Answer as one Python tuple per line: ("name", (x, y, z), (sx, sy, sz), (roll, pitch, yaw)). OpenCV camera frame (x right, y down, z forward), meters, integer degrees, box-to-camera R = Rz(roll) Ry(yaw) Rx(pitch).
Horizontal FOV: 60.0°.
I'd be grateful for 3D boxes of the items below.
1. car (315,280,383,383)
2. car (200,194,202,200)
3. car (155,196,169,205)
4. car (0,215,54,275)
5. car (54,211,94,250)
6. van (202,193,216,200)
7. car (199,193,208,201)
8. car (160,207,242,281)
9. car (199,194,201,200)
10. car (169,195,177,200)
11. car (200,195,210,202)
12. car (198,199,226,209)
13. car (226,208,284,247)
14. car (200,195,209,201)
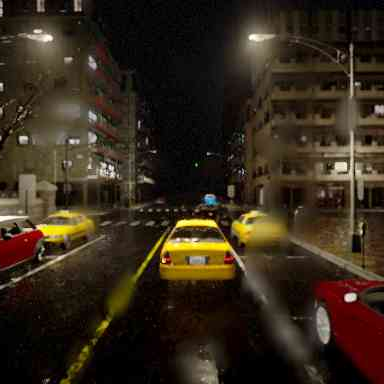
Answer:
("car", (2.709, 1.544, 3.337), (1.887, 1.381, 4.507), (1, 0, 0))
("car", (2.870, 1.494, 58.236), (1.887, 1.381, 4.507), (1, 0, 0))
("car", (-5.510, 1.531, 58.316), (1.802, 1.307, 4.206), (1, 0, 0))
("car", (-5.654, 1.438, 8.998), (1.967, 1.590, 4.097), (1, 0, 0))
("car", (-5.639, 1.521, 14.443), (1.752, 1.417, 4.829), (1, 0, 0))
("van", (2.857, 1.298, 52.563), (1.690, 1.788, 3.998), (1, 0, 0))
("car", (2.957, 1.212, 86.589), (2.192, 1.841, 5.009), (1, 0, 0))
("car", (0.128, 1.454, 9.787), (1.801, 1.575, 5.366), (0, 0, 0))
("car", (2.887, 1.506, 63.906), (1.947, 1.339, 4.313), (1, 0, 0))
("car", (-5.426, 1.479, 86.671), (1.802, 1.307, 4.206), (1, 0, 0))
("car", (2.921, 1.471, 75.247), (2.008, 1.369, 4.403), (1, 0, 0))
("car", (1.417, 1.531, 25.492), (1.895, 1.301, 4.718), (0, 1, 17))
("car", (2.742, 1.521, 14.741), (1.752, 1.417, 4.829), (1, 0, 0))
("car", (2.938, 1.460, 80.918), (2.008, 1.369, 4.403), (1, 0, 0))
